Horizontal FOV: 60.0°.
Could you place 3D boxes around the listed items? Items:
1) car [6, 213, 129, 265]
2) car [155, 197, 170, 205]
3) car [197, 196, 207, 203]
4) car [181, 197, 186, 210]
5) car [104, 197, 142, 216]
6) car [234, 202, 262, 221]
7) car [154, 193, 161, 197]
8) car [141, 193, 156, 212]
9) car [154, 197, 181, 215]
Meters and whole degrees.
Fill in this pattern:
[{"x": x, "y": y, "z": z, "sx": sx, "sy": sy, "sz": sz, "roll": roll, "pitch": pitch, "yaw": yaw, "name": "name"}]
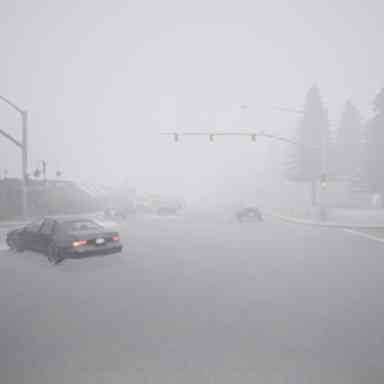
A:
[{"x": -4.703, "y": 1.549, "z": 11.822, "sx": 5.357, "sy": 1.411, "sz": 2.033, "roll": 0, "pitch": 0, "yaw": 41, "name": "car"}, {"x": -5.206, "y": 1.547, "z": 58.495, "sx": 2.033, "sy": 1.411, "sz": 5.357, "roll": 0, "pitch": 0, "yaw": 2, "name": "car"}, {"x": 2.132, "y": 1.548, "z": 70.880, "sx": 1.994, "sy": 1.385, "sz": 4.181, "roll": 0, "pitch": 0, "yaw": 2, "name": "car"}, {"x": -2.188, "y": 1.476, "z": 43.276, "sx": 1.882, "sy": 1.535, "sz": 5.008, "roll": 0, "pitch": 0, "yaw": 2, "name": "car"}, {"x": -6.181, "y": 1.493, "z": 29.120, "sx": 2.128, "sy": 1.511, "sz": 4.902, "roll": 0, "pitch": 0, "yaw": 4, "name": "car"}, {"x": 4.527, "y": 1.522, "z": 27.316, "sx": 1.812, "sy": 1.442, "sz": 4.674, "roll": 0, "pitch": 0, "yaw": 2, "name": "car"}, {"x": -5.533, "y": 1.222, "z": 47.958, "sx": 2.150, "sy": 2.045, "sz": 5.566, "roll": 0, "pitch": 0, "yaw": 2, "name": "car"}, {"x": -5.841, "y": 1.352, "z": 38.318, "sx": 2.097, "sy": 1.767, "sz": 4.553, "roll": 0, "pitch": 0, "yaw": 2, "name": "car"}, {"x": -2.462, "y": 1.525, "z": 34.054, "sx": 1.812, "sy": 1.442, "sz": 4.674, "roll": 0, "pitch": 0, "yaw": 2, "name": "car"}]
